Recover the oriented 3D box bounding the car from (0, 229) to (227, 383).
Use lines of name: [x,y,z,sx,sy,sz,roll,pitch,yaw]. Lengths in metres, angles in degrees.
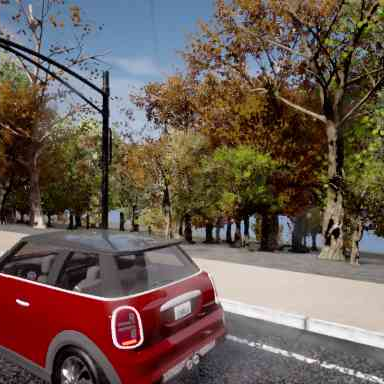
car: [-1.831,1.352,4.990,4.553,1.767,2.097,0,0,36]
